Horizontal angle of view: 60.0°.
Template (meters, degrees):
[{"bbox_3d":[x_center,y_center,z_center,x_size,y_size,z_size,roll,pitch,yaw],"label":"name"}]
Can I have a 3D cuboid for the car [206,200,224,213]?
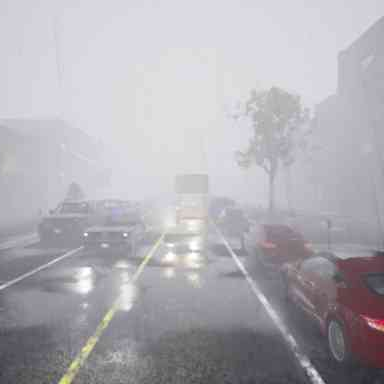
[{"bbox_3d":[2.666,1.641,38.792,1.802,1.307,4.206,-1,0,0],"label":"car"}]

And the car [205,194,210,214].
[{"bbox_3d":[2.667,1.366,33.244,2.192,1.841,5.009,-1,0,0],"label":"car"}]

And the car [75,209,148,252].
[{"bbox_3d":[-3.109,1.623,14.127,1.895,1.301,4.718,0,0,0],"label":"car"}]

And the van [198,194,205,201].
[{"bbox_3d":[2.634,1.479,94.276,1.690,1.788,3.998,-1,0,0],"label":"van"}]

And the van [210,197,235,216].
[{"bbox_3d":[2.670,1.384,27.696,1.690,1.788,3.998,-1,0,0],"label":"van"}]

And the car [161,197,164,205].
[{"bbox_3d":[-5.720,1.619,49.883,1.887,1.381,4.507,-1,0,0],"label":"car"}]

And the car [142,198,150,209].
[{"bbox_3d":[-5.712,1.595,33.238,1.887,1.381,4.507,-1,0,0],"label":"car"}]

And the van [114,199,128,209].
[{"bbox_3d":[-5.708,1.375,22.141,1.690,1.788,3.998,-1,0,0],"label":"van"}]

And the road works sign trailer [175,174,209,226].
[{"bbox_3d":[-0.002,0.501,23.976,2.380,3.560,2.880,0,0,0],"label":"road works sign trailer"}]

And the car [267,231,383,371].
[{"bbox_3d":[2.684,1.591,5.502,1.802,1.307,4.206,-1,0,0],"label":"car"}]

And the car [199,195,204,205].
[{"bbox_3d":[2.655,1.657,60.986,1.947,1.339,4.313,-1,0,0],"label":"car"}]

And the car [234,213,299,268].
[{"bbox_3d":[2.681,1.599,11.050,1.802,1.307,4.206,-1,0,0],"label":"car"}]

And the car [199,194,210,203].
[{"bbox_3d":[2.646,1.422,72.083,2.192,1.841,5.009,-1,0,0],"label":"car"}]

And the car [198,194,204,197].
[{"bbox_3d":[2.652,1.625,66.703,1.752,1.417,4.829,-1,0,0],"label":"car"}]

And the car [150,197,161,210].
[{"bbox_3d":[-5.718,1.507,44.334,1.967,1.590,4.097,-1,0,0],"label":"car"}]

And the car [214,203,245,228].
[{"bbox_3d":[2.675,1.616,22.147,1.802,1.307,4.206,-1,0,0],"label":"car"}]

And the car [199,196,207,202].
[{"bbox_3d":[2.643,1.705,83.179,1.802,1.307,4.206,-1,0,0],"label":"car"}]

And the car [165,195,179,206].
[{"bbox_3d":[-3.074,1.686,57.104,1.895,1.301,4.718,0,0,1],"label":"car"}]

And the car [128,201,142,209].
[{"bbox_3d":[-5.709,1.482,27.689,1.967,1.590,4.097,-1,0,0],"label":"car"}]

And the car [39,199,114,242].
[{"bbox_3d":[-5.705,1.340,16.593,2.192,1.841,5.009,-1,0,0],"label":"car"}]
